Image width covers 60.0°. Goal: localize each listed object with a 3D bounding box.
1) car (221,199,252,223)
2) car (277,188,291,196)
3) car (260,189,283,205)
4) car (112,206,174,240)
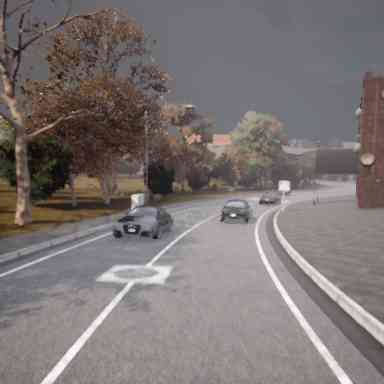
[{"bbox_3d":[3.172,1.244,23.274,1.812,1.442,4.674,1,2,14],"label":"car"},{"bbox_3d":[15.628,-0.026,57.621,1.837,1.490,4.892,4,4,37],"label":"car"},{"bbox_3d":[9.676,0.775,40.769,1.994,1.385,4.181,3,3,26],"label":"car"},{"bbox_3d":[-2.163,1.367,15.783,1.994,1.385,4.181,1,1,10],"label":"car"}]
